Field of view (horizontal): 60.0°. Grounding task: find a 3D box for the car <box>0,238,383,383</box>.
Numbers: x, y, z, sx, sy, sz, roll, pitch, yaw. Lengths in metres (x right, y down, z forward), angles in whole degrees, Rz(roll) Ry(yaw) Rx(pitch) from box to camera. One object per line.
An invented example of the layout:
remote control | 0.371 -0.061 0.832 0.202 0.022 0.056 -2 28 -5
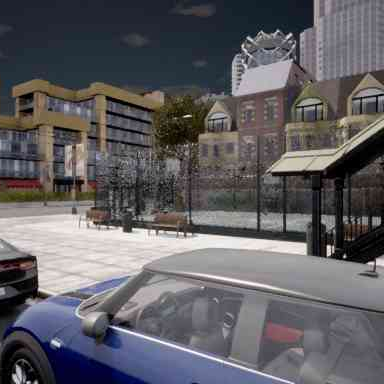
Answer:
car | 0.148 1.354 3.198 4.553 1.767 2.185 0 0 35
